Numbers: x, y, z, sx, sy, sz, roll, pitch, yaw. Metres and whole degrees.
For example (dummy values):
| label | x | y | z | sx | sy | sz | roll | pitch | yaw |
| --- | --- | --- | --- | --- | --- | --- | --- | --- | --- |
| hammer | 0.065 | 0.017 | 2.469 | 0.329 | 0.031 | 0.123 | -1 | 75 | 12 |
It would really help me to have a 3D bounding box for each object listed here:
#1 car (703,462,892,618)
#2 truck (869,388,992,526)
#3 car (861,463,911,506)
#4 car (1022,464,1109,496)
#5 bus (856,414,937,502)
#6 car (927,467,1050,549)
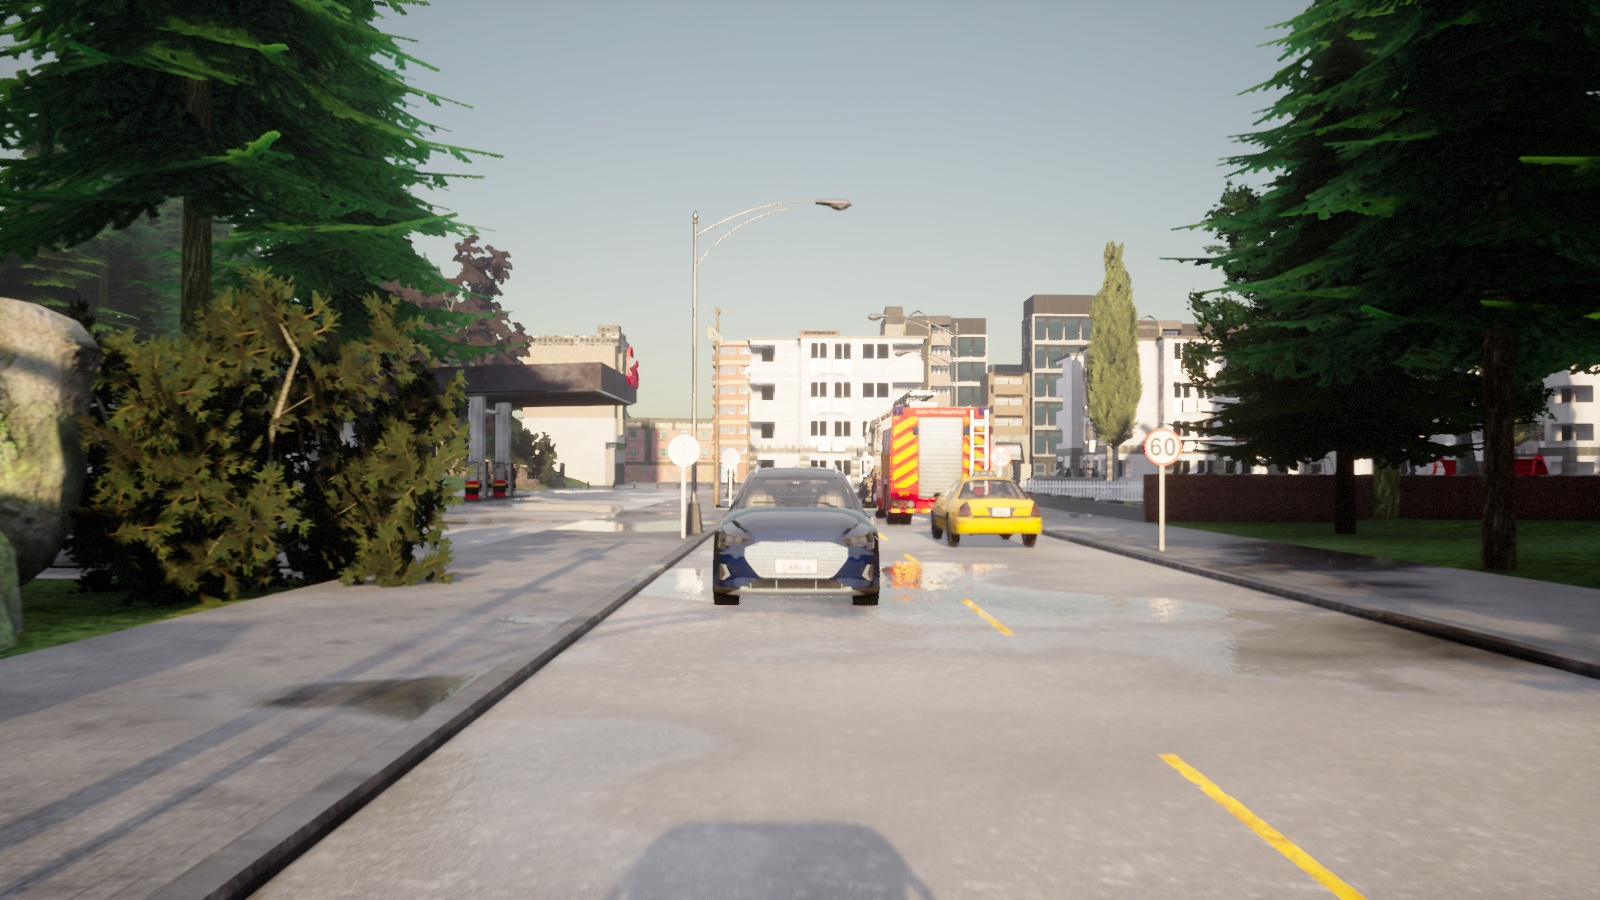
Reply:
| label | x | y | z | sx | sy | sz | roll | pitch | yaw |
| --- | --- | --- | --- | --- | --- | --- | --- | --- | --- |
| car | -0.039 | 0.997 | 15.977 | 2.033 | 1.649 | 4.856 | 0 | 0 | 0 |
| truck | 3.872 | 0.262 | 39.199 | 2.891 | 3.827 | 8.468 | 0 | -1 | 0 |
| car | 3.813 | 1.524 | 56.645 | 1.932 | 1.855 | 4.605 | 0 | -1 | 0 |
| car | 15.416 | 1.741 | 73.080 | 4.605 | 1.855 | 1.932 | 0 | -1 | 0 |
| bus | 4.999 | 0.488 | 66.264 | 3.944 | 4.253 | 10.273 | 0 | -1 | 3 |
| car | 3.922 | 1.170 | 26.967 | 1.801 | 1.575 | 5.366 | 0 | -1 | 0 |
